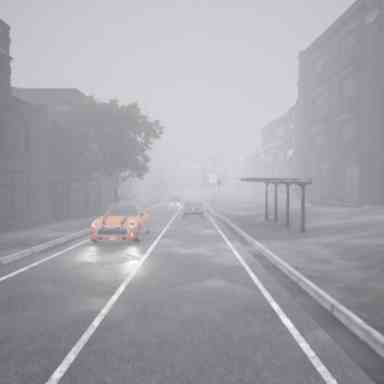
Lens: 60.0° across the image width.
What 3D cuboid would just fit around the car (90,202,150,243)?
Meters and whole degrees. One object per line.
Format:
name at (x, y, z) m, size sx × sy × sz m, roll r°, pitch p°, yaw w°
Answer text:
car at (-3.311, 1.342, 16.062) m, size 2.097 × 1.767 × 4.553 m, roll 0°, pitch 0°, yaw 0°

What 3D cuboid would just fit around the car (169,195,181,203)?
car at (-2.941, 1.187, 58.112) m, size 1.994 × 1.385 × 4.181 m, roll 0°, pitch 1°, yaw 1°

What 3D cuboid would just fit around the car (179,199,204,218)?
car at (0.106, 1.494, 29.862) m, size 2.033 × 1.411 × 5.357 m, roll 0°, pitch 0°, yaw 0°
